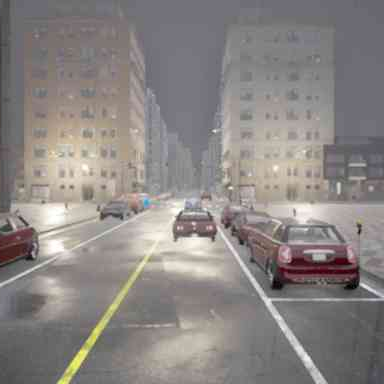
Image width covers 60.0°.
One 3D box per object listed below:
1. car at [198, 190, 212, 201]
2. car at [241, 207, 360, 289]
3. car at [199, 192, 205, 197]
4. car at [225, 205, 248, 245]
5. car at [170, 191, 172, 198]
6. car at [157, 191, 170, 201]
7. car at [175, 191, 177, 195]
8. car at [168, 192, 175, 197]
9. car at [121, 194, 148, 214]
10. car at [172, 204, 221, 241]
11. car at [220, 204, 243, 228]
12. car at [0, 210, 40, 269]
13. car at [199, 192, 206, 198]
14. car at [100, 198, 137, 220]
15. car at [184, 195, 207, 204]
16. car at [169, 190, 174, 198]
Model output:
[{"bbox_3d":[2.744,0.764,64.141,2.192,1.841,5.009,0,1,0],"label":"car"},{"bbox_3d":[2.677,1.373,8.931,1.967,1.590,4.097,0,0,0],"label":"car"},{"bbox_3d":[2.777,0.678,92.595,1.752,1.417,4.829,0,1,0],"label":"car"},{"bbox_3d":[2.684,1.471,14.572,1.802,1.307,4.206,0,0,0],"label":"car"},{"bbox_3d":[-5.775,0.955,69.836,1.947,1.339,4.313,0,1,0],"label":"car"},{"bbox_3d":[-5.782,0.974,64.011,1.752,1.417,4.829,0,1,0],"label":"car"},{"bbox_3d":[-5.755,0.528,86.798,2.192,1.841,5.009,0,1,0],"label":"car"},{"bbox_3d":[-5.749,0.736,92.455,1.802,1.307,4.206,0,1,0],"label":"car"},{"bbox_3d":[-5.822,1.074,31.523,2.192,1.841,5.009,0,0,0],"label":"car"},{"bbox_3d":[0.116,1.481,15.814,1.895,1.301,4.718,0,0,0],"label":"car"},{"bbox_3d":[2.691,1.391,20.210,1.887,1.381,4.507,0,0,0],"label":"car"},{"bbox_3d":[-5.848,1.372,8.966,1.967,1.590,4.097,0,0,0],"label":"car"},{"bbox_3d":[2.770,0.796,86.769,1.802,1.307,4.206,0,1,0],"label":"car"},{"bbox_3d":[-5.828,1.368,25.885,1.947,1.339,4.313,0,0,0],"label":"car"},{"bbox_3d":[0.138,1.286,34.273,2.033,1.411,5.357,0,0,0],"label":"car"},{"bbox_3d":[-5.769,0.858,75.320,1.752,1.417,4.829,0,1,0],"label":"car"}]
